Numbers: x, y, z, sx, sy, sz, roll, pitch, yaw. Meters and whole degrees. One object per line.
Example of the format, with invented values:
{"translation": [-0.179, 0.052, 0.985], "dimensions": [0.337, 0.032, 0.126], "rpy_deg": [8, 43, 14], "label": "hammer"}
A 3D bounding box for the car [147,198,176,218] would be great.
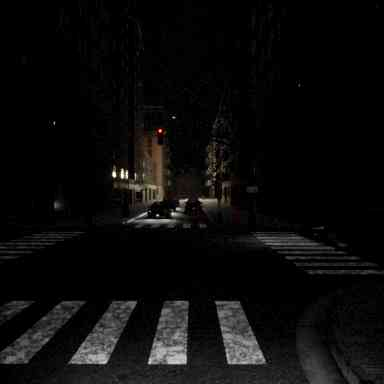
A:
{"translation": [-2.841, 1.541, 30.207], "dimensions": [2.033, 1.411, 5.357], "rpy_deg": [0, 0, 0], "label": "car"}

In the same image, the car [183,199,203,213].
{"translation": [0.139, 1.517, 37.006], "dimensions": [1.812, 1.442, 4.674], "rpy_deg": [0, 0, 0], "label": "car"}

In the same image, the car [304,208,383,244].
{"translation": [7.766, 1.492, 15.373], "dimensions": [5.008, 1.535, 1.882], "rpy_deg": [0, 0, 0], "label": "car"}

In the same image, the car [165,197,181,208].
{"translation": [-2.837, 1.474, 50.230], "dimensions": [2.128, 1.511, 4.902], "rpy_deg": [0, 0, 0], "label": "car"}

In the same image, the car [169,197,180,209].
{"translation": [-2.837, 1.481, 40.029], "dimensions": [2.128, 1.511, 4.902], "rpy_deg": [0, 0, 0], "label": "car"}
